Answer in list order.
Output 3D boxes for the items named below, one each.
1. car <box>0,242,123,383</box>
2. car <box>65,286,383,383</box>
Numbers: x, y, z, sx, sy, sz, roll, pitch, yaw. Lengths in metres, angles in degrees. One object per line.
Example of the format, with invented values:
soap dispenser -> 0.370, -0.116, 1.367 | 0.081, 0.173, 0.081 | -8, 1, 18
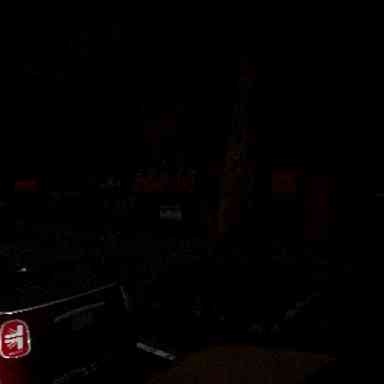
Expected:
car -> -2.787, 1.453, 4.806 | 4.097, 1.590, 1.967 | 0, 0, 36
car -> 1.585, 1.524, 1.678 | 4.829, 1.417, 1.752 | 0, 0, 36
